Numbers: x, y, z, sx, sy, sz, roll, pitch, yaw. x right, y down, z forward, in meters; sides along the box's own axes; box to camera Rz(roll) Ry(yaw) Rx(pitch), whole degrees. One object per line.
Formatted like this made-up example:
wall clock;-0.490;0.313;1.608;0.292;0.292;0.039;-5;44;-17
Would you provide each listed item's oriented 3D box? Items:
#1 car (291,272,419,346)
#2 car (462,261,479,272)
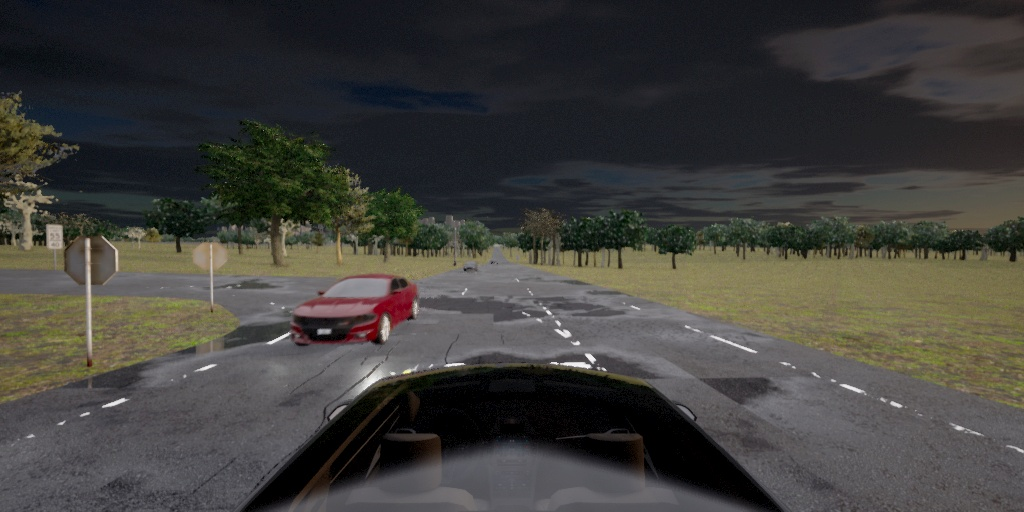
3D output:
car;-3.836;1.224;9.617;1.882;1.535;5.008;0;0;-3
car;-5.643;1.433;49.150;1.837;1.490;4.892;0;0;-3
